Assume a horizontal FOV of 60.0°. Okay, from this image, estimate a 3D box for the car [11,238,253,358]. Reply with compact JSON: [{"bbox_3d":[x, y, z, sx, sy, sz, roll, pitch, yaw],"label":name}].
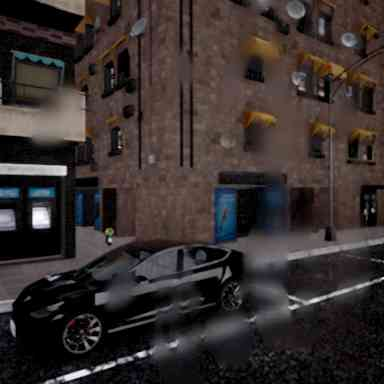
[{"bbox_3d":[-0.778,1.571,6.011,4.313,1.339,1.947,0,0,-36],"label":"car"}]
